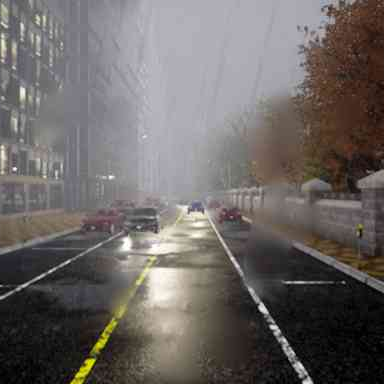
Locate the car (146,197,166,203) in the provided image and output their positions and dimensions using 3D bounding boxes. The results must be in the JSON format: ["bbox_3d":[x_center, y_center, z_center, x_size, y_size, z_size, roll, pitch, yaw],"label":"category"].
[{"bbox_3d":[-5.034,1.554,42.350,2.192,1.841,5.009,0,0,1],"label":"car"}]

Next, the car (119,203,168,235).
[{"bbox_3d":[-2.752,1.617,19.837,1.837,1.490,4.892,0,0,1],"label":"car"}]

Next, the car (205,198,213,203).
[{"bbox_3d":[4.143,2.046,82.353,1.802,1.307,4.206,0,0,1],"label":"car"}]

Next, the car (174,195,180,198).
[{"bbox_3d":[-4.161,1.980,76.099,2.008,1.369,4.403,0,0,1],"label":"car"}]

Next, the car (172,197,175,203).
[{"bbox_3d":[-4.616,1.885,59.209,2.008,1.369,4.403,0,0,2],"label":"car"}]

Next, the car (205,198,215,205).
[{"bbox_3d":[3.890,1.953,71.120,2.008,1.369,4.403,0,0,1],"label":"car"}]

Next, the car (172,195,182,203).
[{"bbox_3d":[-3.937,1.806,87.377,2.192,1.841,5.009,0,0,1],"label":"car"}]

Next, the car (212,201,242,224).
[{"bbox_3d":[2.867,1.692,26.062,1.887,1.381,4.507,0,0,1],"label":"car"}]

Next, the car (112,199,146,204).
[{"bbox_3d":[-5.166,1.459,25.474,2.192,1.841,5.009,0,0,1],"label":"car"}]

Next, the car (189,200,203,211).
[{"bbox_3d":[0.598,1.869,47.345,1.895,1.301,4.718,0,0,2],"label":"car"}]

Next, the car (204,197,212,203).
[{"bbox_3d":[4.245,2.046,87.972,2.008,1.369,4.403,0,0,1],"label":"car"}]

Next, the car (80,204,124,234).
[{"bbox_3d":[-5.225,1.657,19.847,1.887,1.381,4.507,0,0,0],"label":"car"}]

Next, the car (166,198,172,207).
[{"bbox_3d":[-4.771,1.853,53.590,2.008,1.369,4.403,0,0,1],"label":"car"}]

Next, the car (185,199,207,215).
[{"bbox_3d":[0.438,1.738,37.459,1.812,1.442,4.674,0,0,1],"label":"car"}]

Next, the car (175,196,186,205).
[{"bbox_3d":[-1.704,1.943,66.096,1.994,1.385,4.181,0,0,2],"label":"car"}]

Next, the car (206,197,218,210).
[{"bbox_3d":[3.278,1.820,48.620,1.887,1.381,4.507,0,0,1],"label":"car"}]
